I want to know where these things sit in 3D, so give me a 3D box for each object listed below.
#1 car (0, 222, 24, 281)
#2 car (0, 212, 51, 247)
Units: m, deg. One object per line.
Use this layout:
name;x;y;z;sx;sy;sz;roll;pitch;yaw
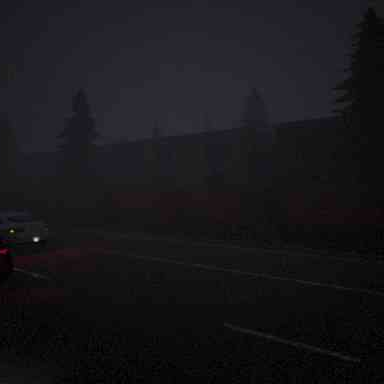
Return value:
car;-6.482;1.572;8.615;4.181;1.385;1.994;0;0;36
car;-7.719;1.536;13.779;4.674;1.442;1.812;0;0;35
